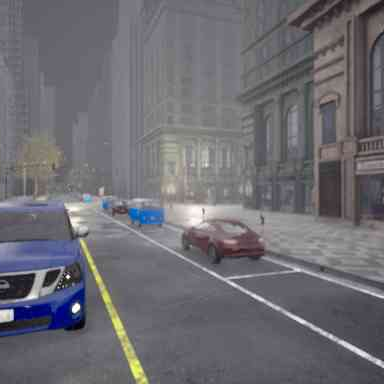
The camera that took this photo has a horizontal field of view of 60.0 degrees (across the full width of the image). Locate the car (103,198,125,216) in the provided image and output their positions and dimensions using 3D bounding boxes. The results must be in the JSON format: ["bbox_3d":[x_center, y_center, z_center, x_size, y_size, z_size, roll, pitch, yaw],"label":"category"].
[{"bbox_3d":[-7.108,1.548,32.289,1.887,1.381,4.507,0,0,-21],"label":"car"}]

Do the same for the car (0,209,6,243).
[{"bbox_3d":[-8.964,1.527,13.595,1.752,1.417,4.829,0,0,-21],"label":"car"}]

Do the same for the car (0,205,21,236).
[{"bbox_3d":[-11.044,1.547,18.897,1.887,1.381,4.507,0,0,-21],"label":"car"}]

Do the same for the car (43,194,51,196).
[{"bbox_3d":[-28.911,1.553,64.495,1.752,1.417,4.829,0,0,-21],"label":"car"}]

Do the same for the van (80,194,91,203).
[{"bbox_3d":[-23.000,1.373,72.793,1.690,1.788,3.998,0,0,-21],"label":"van"}]

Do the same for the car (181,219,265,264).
[{"bbox_3d":[0.955,1.582,11.713,1.802,1.307,4.206,0,0,-21],"label":"car"}]

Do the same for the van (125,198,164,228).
[{"bbox_3d":[-3.076,1.342,22.002,1.690,1.788,3.998,0,0,-21],"label":"van"}]

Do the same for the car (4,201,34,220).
[{"bbox_3d":[-15.079,1.549,29.184,1.887,1.381,4.507,0,0,-21],"label":"car"}]

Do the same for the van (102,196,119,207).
[{"bbox_3d":[-9.123,1.346,37.434,1.690,1.788,3.998,0,0,-21],"label":"van"}]

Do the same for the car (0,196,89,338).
[{"bbox_3d":[-3.421,1.222,6.789,2.150,2.045,5.566,0,0,-21],"label":"car"}]

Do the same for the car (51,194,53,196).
[{"bbox_3d":[-32.828,1.583,74.506,1.887,1.381,4.507,0,0,-21],"label":"car"}]

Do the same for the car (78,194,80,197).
[{"bbox_3d":[-24.976,1.603,77.832,1.947,1.339,4.313,0,0,-21],"label":"car"}]

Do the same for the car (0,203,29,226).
[{"bbox_3d":[-13.061,1.548,24.040,1.887,1.381,4.507,0,0,-21],"label":"car"}]

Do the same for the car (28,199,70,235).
[{"bbox_3d":[-8.486,1.354,19.970,2.097,1.767,4.553,0,0,-21],"label":"car"}]

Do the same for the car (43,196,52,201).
[{"bbox_3d":[-36.689,1.602,84.354,2.008,1.369,4.403,0,0,-21],"label":"car"}]

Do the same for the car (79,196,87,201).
[{"bbox_3d":[-28.928,1.633,87.912,1.802,1.307,4.206,0,0,-21],"label":"car"}]
